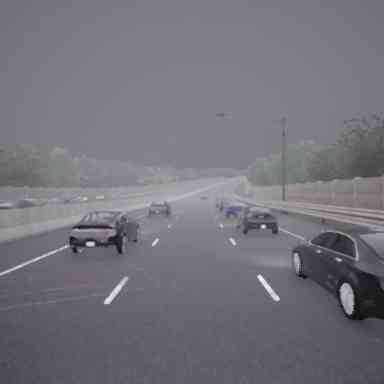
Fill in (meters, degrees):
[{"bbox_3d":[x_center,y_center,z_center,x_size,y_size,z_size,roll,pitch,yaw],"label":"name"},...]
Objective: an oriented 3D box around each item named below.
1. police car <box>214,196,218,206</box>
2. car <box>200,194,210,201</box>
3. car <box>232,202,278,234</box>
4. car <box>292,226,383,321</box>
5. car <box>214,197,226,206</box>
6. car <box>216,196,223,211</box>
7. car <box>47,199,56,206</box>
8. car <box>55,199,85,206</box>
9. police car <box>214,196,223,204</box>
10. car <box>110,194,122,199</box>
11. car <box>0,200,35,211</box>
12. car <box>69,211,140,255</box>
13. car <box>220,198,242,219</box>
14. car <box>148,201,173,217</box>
[{"bbox_3d":[4.710,1.704,52.033,2.038,1.542,4.974,0,0,3],"label":"police car"},{"bbox_3d":[3.071,1.478,84.354,1.837,1.490,4.892,0,0,4],"label":"car"},{"bbox_3d":[3.679,1.528,19.363,1.837,1.490,4.892,0,0,1],"label":"car"},{"bbox_3d":[3.643,1.506,7.239,1.837,1.490,4.892,0,0,0],"label":"car"},{"bbox_3d":[5.254,1.716,62.911,2.128,1.511,4.902,0,0,3],"label":"car"},{"bbox_3d":[4.265,1.643,41.148,1.837,1.490,4.892,0,0,2],"label":"car"},{"bbox_3d":[-16.766,1.613,42.504,1.837,1.490,4.892,0,-1,2],"label":"car"},{"bbox_3d":[-13.430,1.688,38.196,1.895,1.301,4.718,0,0,2],"label":"car"},{"bbox_3d":[5.908,1.640,73.892,1.930,1.638,5.238,0,0,4],"label":"police car"},{"bbox_3d":[-18.224,1.223,80.247,1.882,1.535,5.008,0,0,4],"label":"car"},{"bbox_3d":[-20.411,1.626,38.867,2.033,1.411,5.357,0,0,2],"label":"car"},{"bbox_3d":[-3.297,1.494,13.317,2.128,1.511,4.902,0,0,1],"label":"car"},{"bbox_3d":[3.922,1.548,30.257,1.882,1.535,5.008,0,0,2],"label":"car"},{"bbox_3d":[-2.930,1.559,31.563,2.128,1.511,4.902,0,0,2],"label":"car"}]
